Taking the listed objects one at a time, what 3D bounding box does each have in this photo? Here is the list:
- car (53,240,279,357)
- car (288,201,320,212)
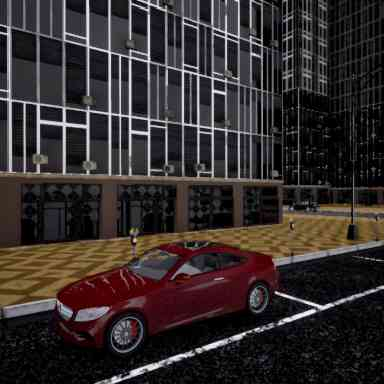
[{"bbox_3d":[-0.209,1.582,5.951,4.206,1.307,1.802,0,0,-35],"label":"car"},{"bbox_3d":[15.182,1.899,45.290,2.008,1.369,4.403,-1,0,-36],"label":"car"}]
